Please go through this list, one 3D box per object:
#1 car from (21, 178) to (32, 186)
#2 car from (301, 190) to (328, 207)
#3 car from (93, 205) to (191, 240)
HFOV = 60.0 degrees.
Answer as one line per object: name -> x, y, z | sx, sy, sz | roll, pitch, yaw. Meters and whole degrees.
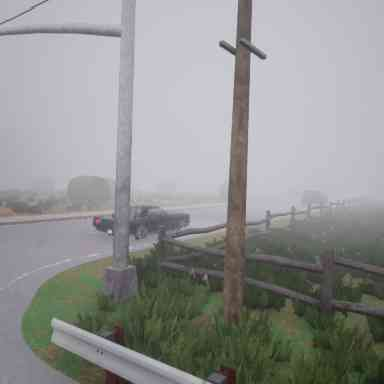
car -> -39.119, -2.288, 79.212 | 1.905, 1.878, 3.866 | 8, 2, -13
car -> 15.462, 0.817, 41.795 | 2.150, 2.045, 5.566 | 3, 2, 34
car -> -2.010, 1.253, 14.961 | 1.895, 1.301, 4.718 | 3, 2, 33
